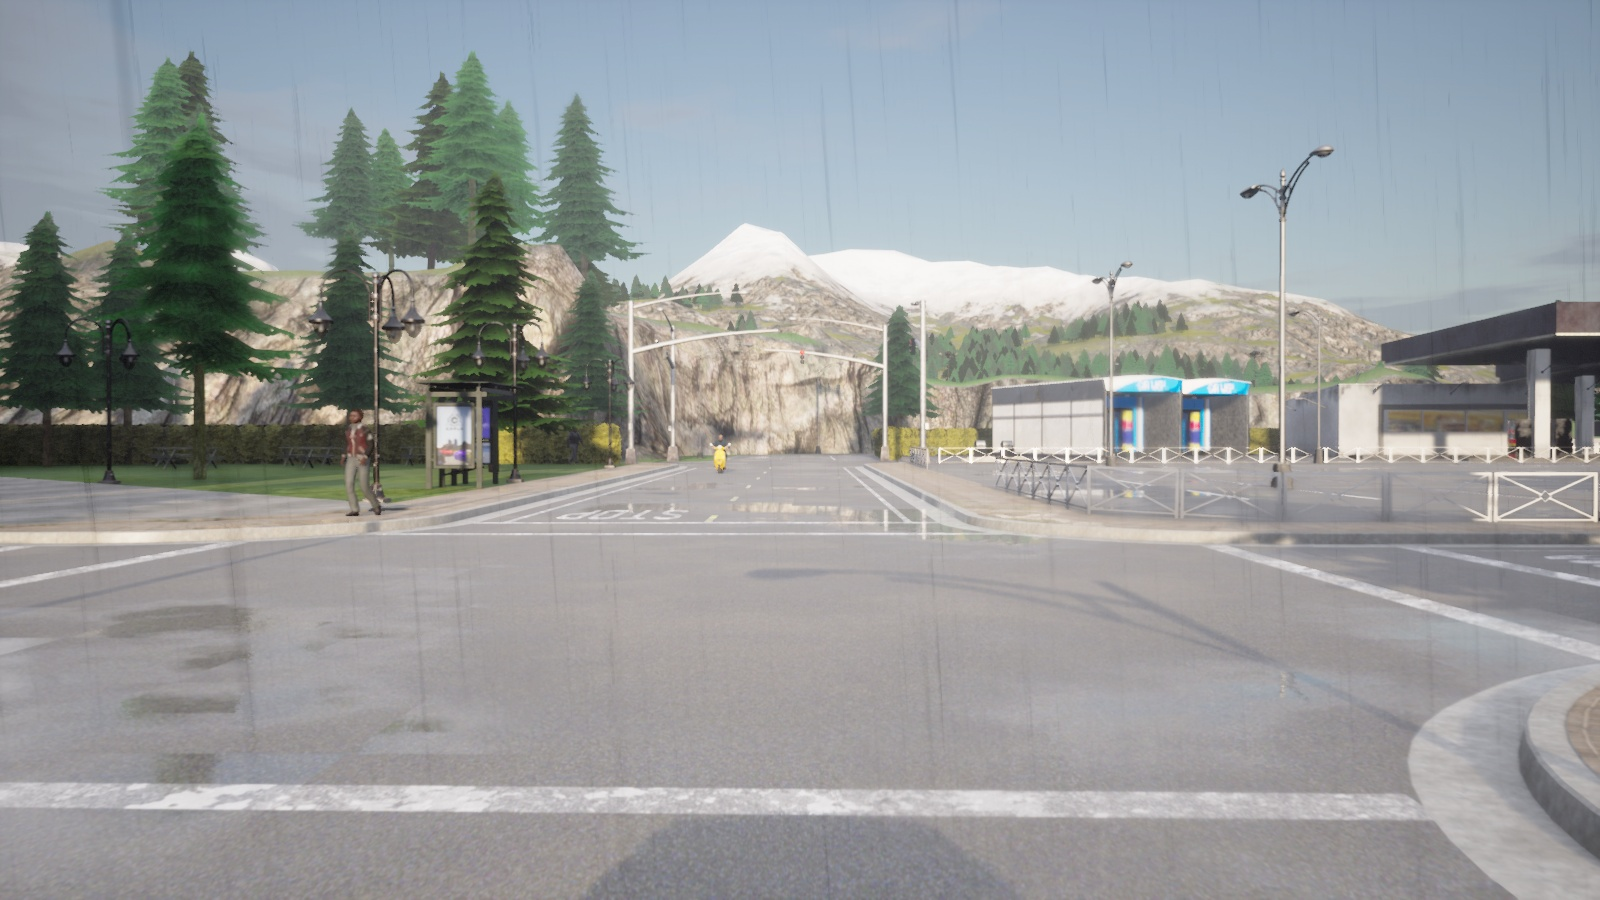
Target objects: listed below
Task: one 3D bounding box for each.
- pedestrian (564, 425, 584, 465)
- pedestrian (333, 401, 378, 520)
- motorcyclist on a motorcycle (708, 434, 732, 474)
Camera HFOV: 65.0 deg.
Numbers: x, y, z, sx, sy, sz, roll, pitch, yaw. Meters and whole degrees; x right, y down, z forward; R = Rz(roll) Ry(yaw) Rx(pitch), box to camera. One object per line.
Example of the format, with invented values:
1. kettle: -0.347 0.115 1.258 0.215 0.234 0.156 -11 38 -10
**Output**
1. pedestrian: -10.585 -0.243 58.834 0.563 1.883 0.849 0 1 -40
2. pedestrian: -7.385 0.168 20.879 0.402 1.930 0.666 0 1 15
3. motorcyclist on a motorcycle: -3.205 0.151 50.459 0.866 1.590 1.817 0 1 0
